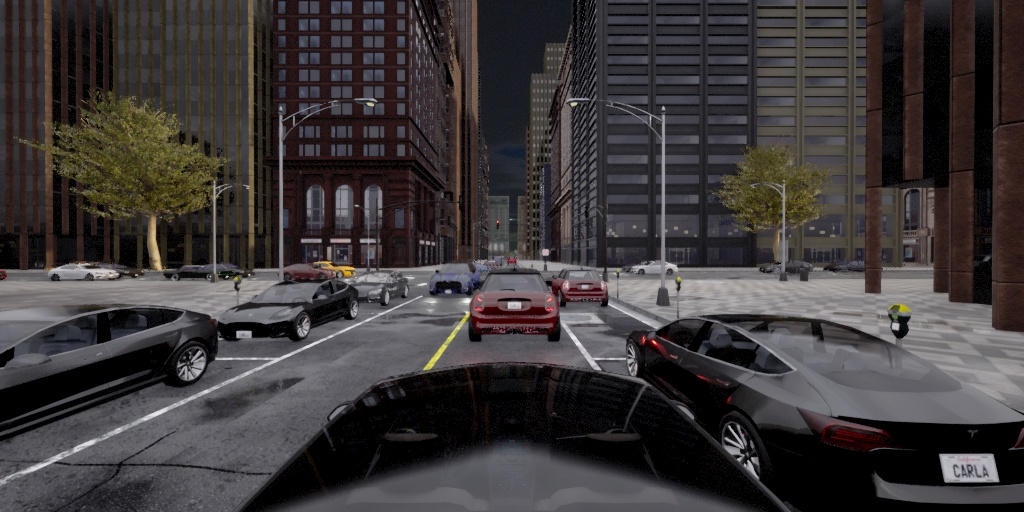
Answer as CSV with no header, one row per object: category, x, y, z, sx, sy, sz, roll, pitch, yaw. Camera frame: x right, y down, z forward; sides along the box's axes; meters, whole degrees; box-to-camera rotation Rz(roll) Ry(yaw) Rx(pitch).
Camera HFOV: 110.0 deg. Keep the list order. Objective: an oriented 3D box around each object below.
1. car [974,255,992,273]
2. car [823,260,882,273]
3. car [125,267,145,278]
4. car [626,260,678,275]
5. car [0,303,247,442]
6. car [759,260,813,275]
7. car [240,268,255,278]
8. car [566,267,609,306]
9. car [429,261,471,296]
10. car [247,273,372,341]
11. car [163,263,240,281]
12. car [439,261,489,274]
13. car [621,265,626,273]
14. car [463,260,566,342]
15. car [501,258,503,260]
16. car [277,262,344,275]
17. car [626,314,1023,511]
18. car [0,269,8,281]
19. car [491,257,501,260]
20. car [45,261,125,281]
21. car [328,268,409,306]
car,49.162,0.869,37.053,5.566,2.045,2.150,0,0,0
car,38.310,1.191,40.374,5.357,1.411,2.033,0,0,0
car,-37.890,1.409,33.597,5.357,1.411,2.033,0,0,-1
car,14.688,1.234,37.118,4.674,1.442,1.812,0,0,1
car,-5.761,1.316,4.248,1.948,1.339,4.313,0,0,0
car,28.328,1.183,37.126,4.892,1.490,1.837,0,0,0
car,-27.256,1.379,33.611,5.357,1.411,2.033,0,0,0
car,2.775,1.191,15.514,1.967,1.591,4.097,0,0,0
car,-2.939,1.103,19.189,2.097,1.767,4.553,0,0,2
car,-5.756,1.316,9.884,1.948,1.339,4.313,0,0,0
car,-26.340,1.446,30.361,4.718,1.301,1.895,0,0,0
car,-5.315,1.303,40.342,5.357,1.411,2.033,0,0,0
car,14.724,1.219,40.360,4.674,1.442,1.812,0,0,0
car,0.075,1.102,9.977,2.097,1.767,4.553,0,0,1
car,-3.025,1.380,61.337,1.895,1.301,4.718,0,0,0
car,-17.240,1.345,30.371,4.674,1.442,1.812,0,0,-2
car,2.764,1.316,4.242,1.948,1.339,4.313,0,0,0
car,-46.038,1.378,30.379,5.008,1.535,1.882,0,0,1
car,-3.022,1.296,51.981,1.812,1.442,4.674,0,0,1
car,-36.264,1.398,30.354,4.674,1.442,1.812,0,0,0
car,-5.750,1.301,15.521,2.007,1.370,4.403,0,0,0
